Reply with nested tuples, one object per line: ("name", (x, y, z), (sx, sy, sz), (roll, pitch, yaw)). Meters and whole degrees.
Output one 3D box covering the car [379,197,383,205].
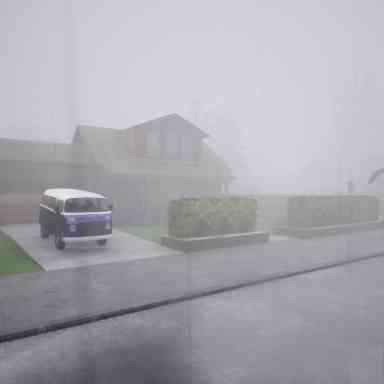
("car", (24.700, 0.985, 41.441), (3.866, 1.878, 1.905), (0, 0, 0))
